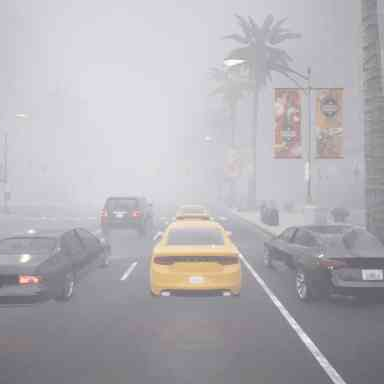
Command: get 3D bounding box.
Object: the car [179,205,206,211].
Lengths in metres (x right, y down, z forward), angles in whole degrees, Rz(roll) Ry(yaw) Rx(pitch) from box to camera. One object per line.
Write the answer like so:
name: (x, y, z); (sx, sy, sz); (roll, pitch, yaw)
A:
car: (0.031, 1.478, 18.836); (1.882, 1.535, 5.008); (0, 0, 0)

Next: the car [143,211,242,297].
car: (0.070, 1.478, 8.637); (1.882, 1.535, 5.008); (0, 0, 0)

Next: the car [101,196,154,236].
car: (-3.467, 1.222, 18.565); (2.150, 2.045, 5.566); (0, 0, 0)

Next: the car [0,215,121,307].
car: (-3.424, 1.547, 8.206); (2.033, 1.411, 5.357); (0, 0, 0)

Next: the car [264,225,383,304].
car: (3.164, 1.513, 8.227); (2.161, 1.482, 4.786); (0, 0, -1)
